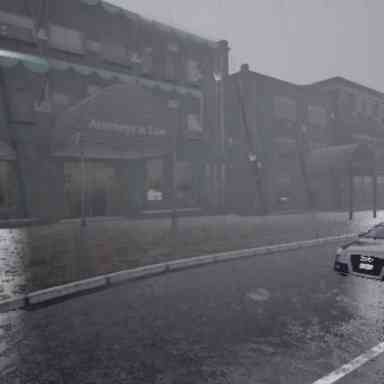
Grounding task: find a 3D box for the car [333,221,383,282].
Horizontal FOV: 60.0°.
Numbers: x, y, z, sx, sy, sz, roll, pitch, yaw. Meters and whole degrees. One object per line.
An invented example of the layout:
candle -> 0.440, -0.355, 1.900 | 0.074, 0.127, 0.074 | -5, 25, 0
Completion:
car -> 5.709, 1.595, 9.078 | 4.181, 1.385, 1.994 | 1, 0, -37
